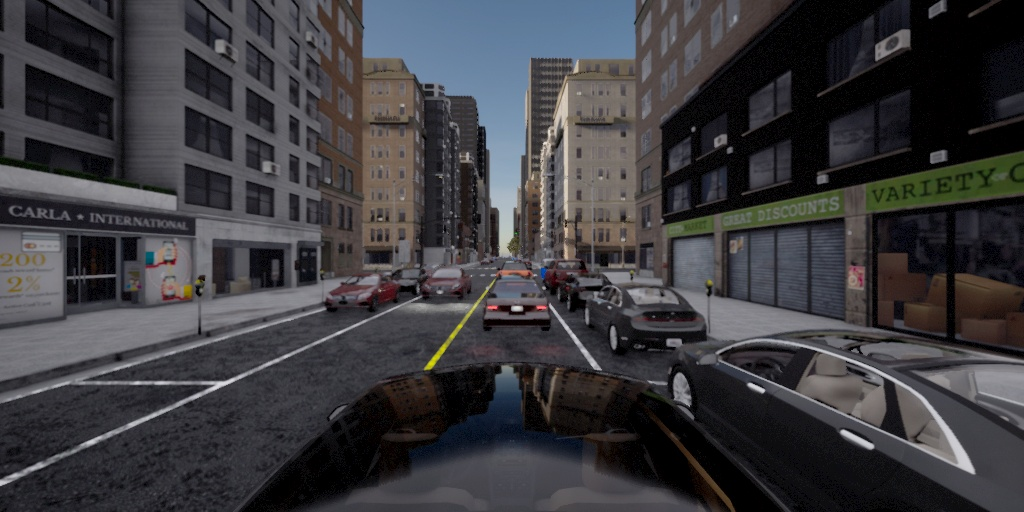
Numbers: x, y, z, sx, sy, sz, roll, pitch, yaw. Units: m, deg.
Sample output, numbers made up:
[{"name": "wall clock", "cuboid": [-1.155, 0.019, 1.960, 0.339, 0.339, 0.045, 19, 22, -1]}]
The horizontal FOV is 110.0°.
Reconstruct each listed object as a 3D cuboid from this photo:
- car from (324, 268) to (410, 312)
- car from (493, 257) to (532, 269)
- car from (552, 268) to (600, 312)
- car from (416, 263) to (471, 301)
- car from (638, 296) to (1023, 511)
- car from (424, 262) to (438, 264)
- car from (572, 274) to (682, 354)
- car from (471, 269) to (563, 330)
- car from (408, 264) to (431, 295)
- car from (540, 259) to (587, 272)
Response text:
[{"name": "car", "cuboid": [-5.633, 1.328, 14.074, 1.802, 1.307, 4.207, 0, 0, 0]}, {"name": "car", "cuboid": [0.157, 1.095, 21.667, 2.097, 1.767, 4.553, 0, 0, 0]}, {"name": "car", "cuboid": [2.893, 1.312, 14.056, 1.948, 1.339, 4.313, 0, 0, 0]}, {"name": "car", "cuboid": [-3.038, 1.271, 17.533, 1.812, 1.442, 4.674, 0, 0, 0]}, {"name": "car", "cuboid": [2.860, 1.300, 3.009, 2.007, 1.370, 4.403, 0, 0, 0]}, {"name": "car", "cuboid": [-5.600, 1.183, 25.124, 1.967, 1.591, 4.097, 0, 0, 0]}, {"name": "car", "cuboid": [2.876, 1.298, 8.533, 2.007, 1.370, 4.403, 0, 0, 0]}, {"name": "car", "cuboid": [0.125, 1.295, 11.025, 2.033, 1.411, 5.357, 0, 0, 0]}, {"name": "car", "cuboid": [-5.617, 1.310, 19.599, 1.948, 1.339, 4.313, 0, 0, 0]}, {"name": "car", "cuboid": [2.909, 1.059, 19.580, 2.192, 1.841, 5.009, 0, 0, 0]}]
